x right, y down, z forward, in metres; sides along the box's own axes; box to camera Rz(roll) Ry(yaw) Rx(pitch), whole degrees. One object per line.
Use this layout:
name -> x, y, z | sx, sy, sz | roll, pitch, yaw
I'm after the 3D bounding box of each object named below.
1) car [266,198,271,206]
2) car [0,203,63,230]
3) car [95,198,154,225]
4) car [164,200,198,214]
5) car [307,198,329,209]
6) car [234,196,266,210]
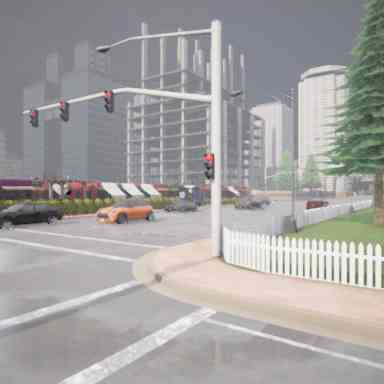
car -> 11.237, 1.546, 54.265 | 2.033, 1.411, 5.357 | 0, 0, 34
car -> -10.927, 1.476, 21.664 | 1.882, 1.535, 5.008 | 0, 0, 34
car -> -4.840, 1.352, 24.404 | 2.097, 1.767, 4.553 | 0, 0, 34
car -> -1.158, 1.562, 36.099 | 1.994, 1.385, 4.181 | 0, 0, 34
car -> 16.207, 1.477, 42.687 | 1.882, 1.535, 5.008 | 0, 0, 34
car -> 7.129, 1.351, 42.086 | 2.097, 1.767, 4.553 | 0, 0, 34
